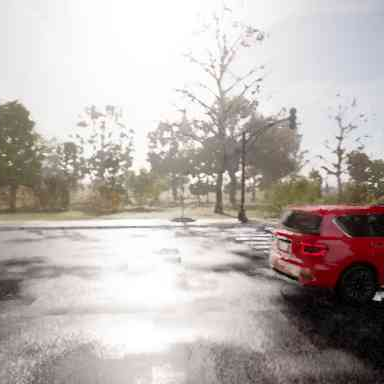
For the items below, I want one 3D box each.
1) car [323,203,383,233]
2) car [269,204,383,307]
[{"bbox_3d":[10.587,1.479,19.780,5.008,1.535,1.882,1,1,-14],"label":"car"},{"bbox_3d":[4.689,1.353,8.199,5.566,2.045,2.150,1,1,-13],"label":"car"}]
